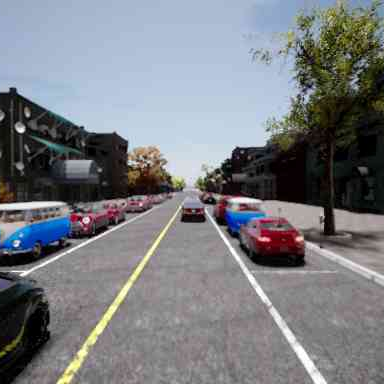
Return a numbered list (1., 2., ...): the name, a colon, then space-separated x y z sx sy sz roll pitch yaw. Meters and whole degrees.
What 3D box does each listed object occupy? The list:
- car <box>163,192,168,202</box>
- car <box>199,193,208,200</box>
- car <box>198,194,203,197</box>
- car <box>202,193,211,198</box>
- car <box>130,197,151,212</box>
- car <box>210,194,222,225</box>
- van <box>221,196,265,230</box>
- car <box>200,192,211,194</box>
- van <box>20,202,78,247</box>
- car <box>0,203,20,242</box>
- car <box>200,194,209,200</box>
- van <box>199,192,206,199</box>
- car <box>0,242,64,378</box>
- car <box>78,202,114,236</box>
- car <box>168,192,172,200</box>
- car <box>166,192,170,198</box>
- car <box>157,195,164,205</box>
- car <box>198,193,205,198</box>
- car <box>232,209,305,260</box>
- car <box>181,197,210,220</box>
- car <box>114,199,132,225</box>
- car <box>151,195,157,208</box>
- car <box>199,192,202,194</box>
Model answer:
1. car: -5.682 1.196 56.177 2.008 1.369 4.403 -1 0 0
2. car: 2.704 1.029 78.540 1.752 1.417 4.829 -1 0 0
3. car: 0.109 1.313 45.724 1.895 1.301 4.718 0 0 0
4. car: 2.698 1.247 50.629 1.947 1.339 4.313 -1 0 0
5. car: -5.687 1.226 33.983 1.967 1.590 4.097 -1 0 0
6. car: 2.690 1.171 22.887 2.192 1.841 5.009 -1 0 0
7. van: 2.689 1.232 17.338 1.690 1.788 3.998 -1 0 0
8. car: 2.700 1.170 56.346 1.752 1.417 4.829 -1 0 0
9. van: -5.693 1.267 11.790 1.690 1.788 3.998 -1 0 0
10. car: -5.694 1.275 6.241 2.192 1.841 5.009 -1 0 0
11. car: 2.703 1.122 72.822 1.802 1.307 4.206 -1 0 0
12. van: 2.703 0.810 83.917 1.690 1.788 3.998 -1 0 0
13. car: -3.097 1.543 3.258 1.994 1.385 4.181 0 0 0
14. car: -5.690 1.331 17.339 1.967 1.590 4.097 -1 0 0
15. car: -5.679 0.820 78.368 2.192 1.841 5.009 -1 0 0
16. car: -5.680 1.192 61.726 1.802 1.307 4.206 -1 0 0
17. car: -5.682 1.263 50.629 1.802 1.307 4.206 -1 0 0
18. car: 2.707 0.922 95.185 1.752 1.417 4.829 -1 0 0
19. car: 2.690 1.508 11.792 1.802 1.307 4.206 -1 0 0
20. car: 0.107 1.383 26.200 2.033 1.411 5.357 0 0 0
21. car: -5.688 1.401 22.888 1.887 1.381 4.507 -1 0 0
22. car: -5.685 1.296 39.532 1.887 1.381 4.507 -1 0 0
23. car: 2.698 0.925 61.724 2.192 1.841 5.009 -1 0 0
